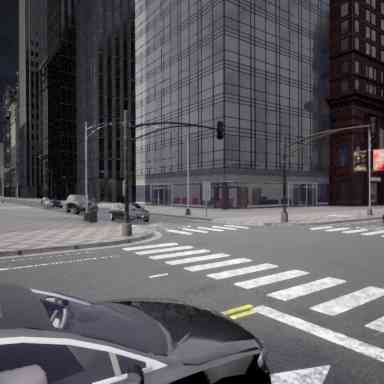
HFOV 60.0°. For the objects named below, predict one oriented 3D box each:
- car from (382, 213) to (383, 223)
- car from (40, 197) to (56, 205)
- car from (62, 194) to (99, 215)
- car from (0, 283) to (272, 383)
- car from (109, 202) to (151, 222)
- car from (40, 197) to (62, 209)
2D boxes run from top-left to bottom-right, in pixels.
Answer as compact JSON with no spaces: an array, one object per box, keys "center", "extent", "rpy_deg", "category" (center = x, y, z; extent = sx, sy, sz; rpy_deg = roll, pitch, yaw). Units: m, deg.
[{"center":[14.768,1.355,22.364],"extent":[4.553,1.767,2.097],"rpy_deg":[0,0,-36],"category":"car"},{"center":[-27.602,1.651,63.486],"extent":[1.837,1.490,4.892],"rpy_deg":[0,0,-35],"category":"car"},{"center":[-11.909,1.296,35.812],"extent":[2.150,2.045,5.566],"rpy_deg":[0,0,-35],"category":"car"},{"center":[-1.485,1.491,2.379],"extent":[4.902,1.511,2.128],"rpy_deg":[0,0,-36],"category":"car"},{"center":[-4.976,1.554,26.035],"extent":[1.837,1.490,4.892],"rpy_deg":[0,0,-35],"category":"car"},{"center":[-19.528,1.672,46.608],"extent":[1.994,1.385,4.181],"rpy_deg":[0,0,-35],"category":"car"}]
